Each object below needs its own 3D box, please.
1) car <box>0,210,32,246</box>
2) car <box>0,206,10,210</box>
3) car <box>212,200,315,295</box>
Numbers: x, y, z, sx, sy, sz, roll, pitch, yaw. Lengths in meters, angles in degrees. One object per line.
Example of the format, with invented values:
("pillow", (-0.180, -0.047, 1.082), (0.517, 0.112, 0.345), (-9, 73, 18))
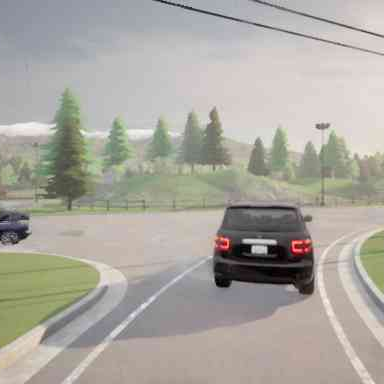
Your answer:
("car", (-9.215, 1.592, 13.743), (4.718, 1.301, 1.895), (0, 0, -26))
("car", (-14.189, 1.533, 22.997), (5.357, 1.411, 2.033), (0, 0, -26))
("car", (2.052, 1.215, 9.060), (2.150, 2.045, 5.566), (0, 0, 16))
